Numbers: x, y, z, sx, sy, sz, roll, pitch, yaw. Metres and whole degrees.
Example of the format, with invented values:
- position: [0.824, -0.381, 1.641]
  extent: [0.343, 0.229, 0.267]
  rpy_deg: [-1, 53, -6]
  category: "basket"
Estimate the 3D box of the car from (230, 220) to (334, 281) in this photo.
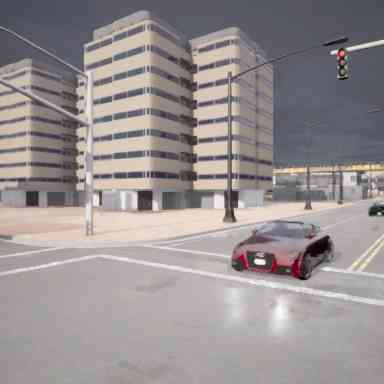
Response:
- position: [2.856, 1.569, 10.015]
  extent: [1.994, 1.385, 4.181]
  rpy_deg: [0, 0, 35]
  category: "car"

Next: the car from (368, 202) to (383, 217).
- position: [17.700, 1.598, 30.986]
  extent: [1.895, 1.301, 4.718]
  rpy_deg: [0, 0, 35]
  category: "car"
